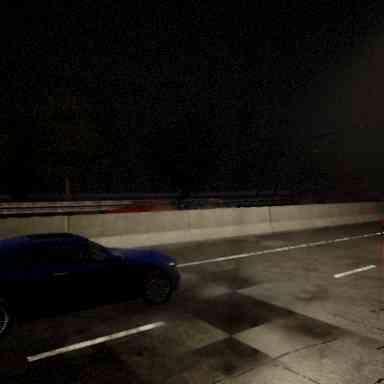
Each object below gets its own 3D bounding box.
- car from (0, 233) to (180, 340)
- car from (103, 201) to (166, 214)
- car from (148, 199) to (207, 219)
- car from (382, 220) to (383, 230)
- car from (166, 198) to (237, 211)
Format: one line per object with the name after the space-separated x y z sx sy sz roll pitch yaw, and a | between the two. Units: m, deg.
-2.430 1.519 6.314 4.674 1.442 1.812 0 0 -36 | car
-3.650 1.432 22.901 5.008 1.535 1.882 0 0 -36 | car
-1.186 1.430 28.976 4.892 1.490 1.837 0 0 -36 | car
11.259 1.509 16.120 4.718 1.301 1.895 0 0 -36 | car
0.930 1.290 21.878 4.553 1.767 2.097 0 0 -36 | car
